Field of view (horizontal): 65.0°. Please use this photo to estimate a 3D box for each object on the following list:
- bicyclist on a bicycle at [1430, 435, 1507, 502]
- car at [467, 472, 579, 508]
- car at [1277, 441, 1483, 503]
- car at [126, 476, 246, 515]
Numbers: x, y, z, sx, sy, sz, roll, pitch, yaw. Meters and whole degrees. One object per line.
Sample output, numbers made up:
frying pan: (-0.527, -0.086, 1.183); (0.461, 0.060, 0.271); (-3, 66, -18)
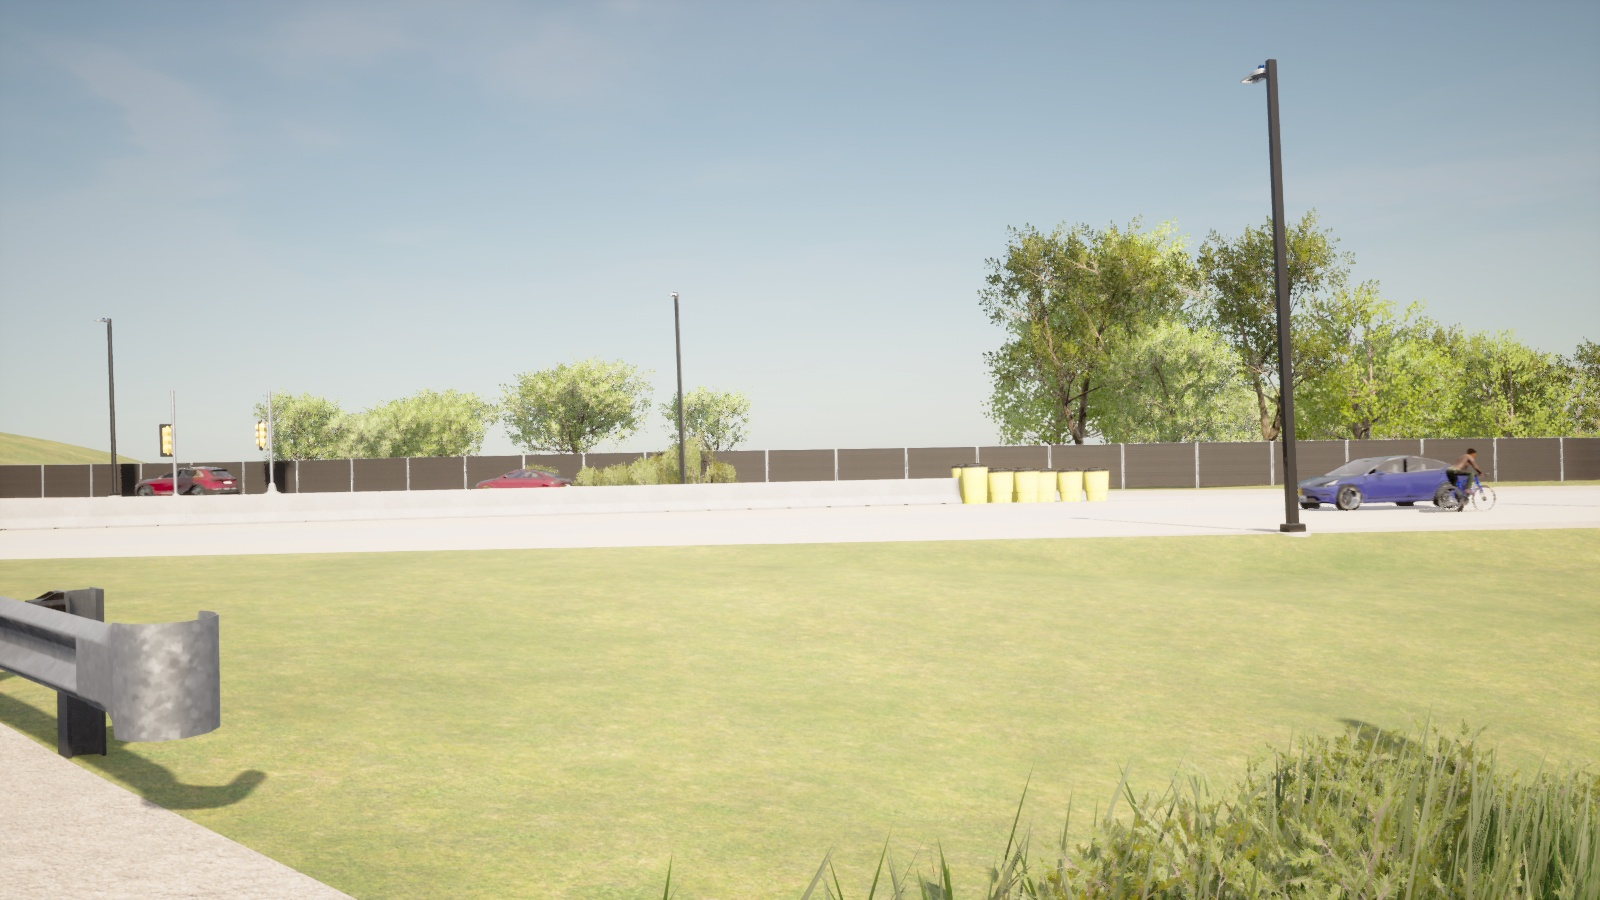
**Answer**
bicyclist on a bicycle: (16.840, 0.472, 31.662); (1.656, 1.620, 0.582); (-2, -1, -11)
car: (-11.815, 1.717, 53.615); (4.181, 1.385, 1.994); (-2, 0, 15)
car: (16.161, 0.612, 35.092); (4.792, 1.488, 2.163); (-2, -1, -11)
car: (-28.458, 2.115, 58.260); (4.856, 1.649, 2.033); (-2, 0, 16)
